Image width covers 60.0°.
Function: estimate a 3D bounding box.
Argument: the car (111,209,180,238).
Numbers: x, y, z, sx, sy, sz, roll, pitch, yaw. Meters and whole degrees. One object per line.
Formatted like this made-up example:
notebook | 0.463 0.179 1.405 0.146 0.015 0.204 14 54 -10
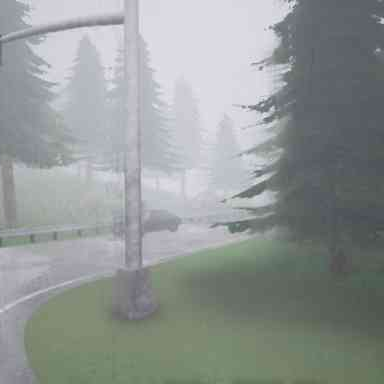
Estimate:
car | -2.518 1.713 19.171 1.812 1.442 4.674 -1 0 35
